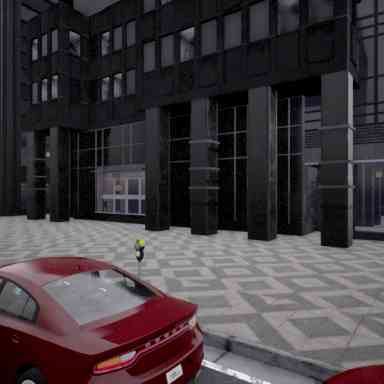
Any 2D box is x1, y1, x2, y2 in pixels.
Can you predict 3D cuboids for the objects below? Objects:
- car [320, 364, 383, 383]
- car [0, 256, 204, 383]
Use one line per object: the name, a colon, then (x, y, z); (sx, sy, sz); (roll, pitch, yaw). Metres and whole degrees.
car: (2.608, 1.545, 1.096); (4.507, 1.381, 1.887); (0, 0, 36)
car: (-1.974, 1.545, 4.378); (4.507, 1.381, 1.887); (0, 0, 36)
